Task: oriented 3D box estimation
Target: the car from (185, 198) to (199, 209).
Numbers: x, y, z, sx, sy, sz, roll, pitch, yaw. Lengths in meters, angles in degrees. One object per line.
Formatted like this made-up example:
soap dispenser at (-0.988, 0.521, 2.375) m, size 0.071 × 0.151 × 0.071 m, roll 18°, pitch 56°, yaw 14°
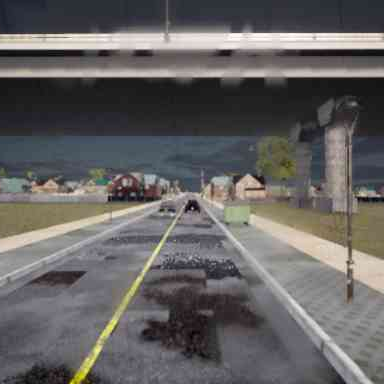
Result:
car at (-0.012, 1.742, 50.802) m, size 2.033 × 1.411 × 5.357 m, roll 0°, pitch 0°, yaw 0°

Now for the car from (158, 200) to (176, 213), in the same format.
car at (-2.855, 1.701, 39.321) m, size 2.033 × 1.411 × 5.357 m, roll 0°, pitch 0°, yaw 0°

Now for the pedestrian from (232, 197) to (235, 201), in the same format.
pedestrian at (3.003, 1.241, 24.436) m, size 0.375 × 1.860 × 0.375 m, roll 1°, pitch -1°, yaw 0°

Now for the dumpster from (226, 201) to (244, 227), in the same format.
dumpster at (2.989, 1.492, 23.413) m, size 1.020 × 1.700 × 1.940 m, roll -1°, pitch -1°, yaw 0°

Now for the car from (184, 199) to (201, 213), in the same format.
car at (0.064, 1.681, 39.699) m, size 1.812 × 1.442 × 4.674 m, roll 0°, pitch 0°, yaw 0°
